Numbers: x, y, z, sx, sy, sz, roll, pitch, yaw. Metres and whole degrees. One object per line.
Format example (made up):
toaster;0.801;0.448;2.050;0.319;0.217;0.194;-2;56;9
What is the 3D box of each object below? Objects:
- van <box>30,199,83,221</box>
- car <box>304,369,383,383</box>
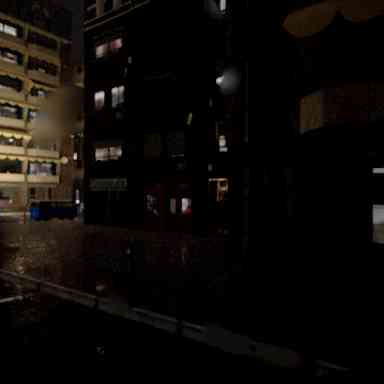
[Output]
van;-11.896;1.593;28.811;1.690;1.788;3.998;-1;-2;35
car;2.404;1.557;1.162;4.403;1.369;2.008;0;0;35
